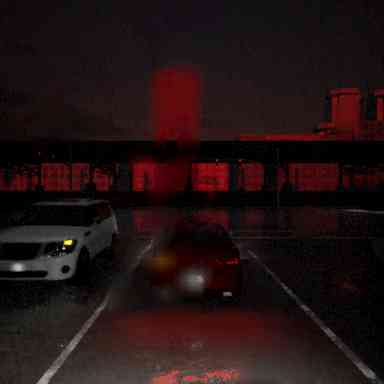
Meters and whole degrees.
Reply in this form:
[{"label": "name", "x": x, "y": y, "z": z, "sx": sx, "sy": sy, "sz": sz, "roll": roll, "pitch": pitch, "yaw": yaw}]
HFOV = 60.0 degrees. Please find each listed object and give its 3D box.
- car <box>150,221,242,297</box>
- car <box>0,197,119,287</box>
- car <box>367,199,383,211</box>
[{"label": "car", "x": 0.095, "y": 1.478, "z": 8.616, "sx": 1.882, "sy": 1.535, "sz": 5.008, "roll": 0, "pitch": 0, "yaw": 0}, {"label": "car", "x": -3.646, "y": 1.223, "z": 9.675, "sx": 2.150, "sy": 2.045, "sz": 5.566, "roll": 0, "pitch": 0, "yaw": -1}, {"label": "car", "x": 22.728, "y": 1.402, "z": 38.406, "sx": 4.674, "sy": 1.442, "sz": 1.812, "roll": -1, "pitch": 0, "yaw": 1}]
